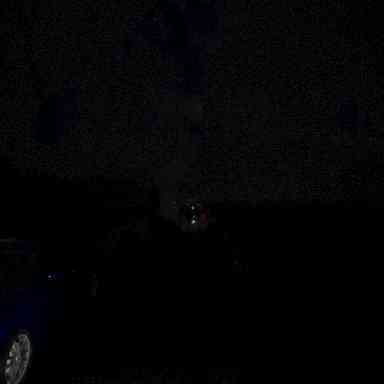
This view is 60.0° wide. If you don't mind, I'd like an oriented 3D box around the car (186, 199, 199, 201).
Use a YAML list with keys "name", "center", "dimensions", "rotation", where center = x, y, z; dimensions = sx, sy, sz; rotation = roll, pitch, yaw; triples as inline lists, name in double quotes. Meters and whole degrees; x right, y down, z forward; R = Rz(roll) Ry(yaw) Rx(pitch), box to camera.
- name: "car"
  center: [0.103, 1.470, 38.814]
  dimensions: [1.895, 1.301, 4.718]
  rotation: [0, 0, 0]

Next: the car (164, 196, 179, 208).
- name: "car"
  center: [-2.833, 1.351, 45.910]
  dimensions: [2.128, 1.511, 4.902]
  rotation: [0, 0, 0]

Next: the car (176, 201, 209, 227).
- name: "car"
  center: [0.102, 1.516, 22.179]
  dimensions: [1.895, 1.301, 4.718]
  rotation: [0, 0, 0]

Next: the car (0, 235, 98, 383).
- name: "car"
  center: [-2.849, 1.499, 5.299]
  dimensions: [1.812, 1.442, 4.674]
  rotation: [0, 0, 0]
